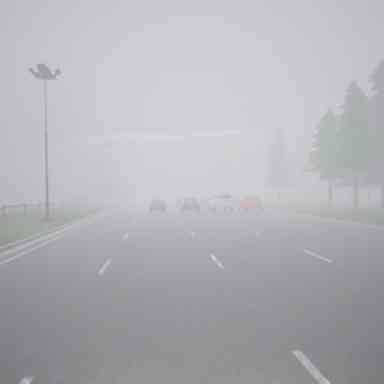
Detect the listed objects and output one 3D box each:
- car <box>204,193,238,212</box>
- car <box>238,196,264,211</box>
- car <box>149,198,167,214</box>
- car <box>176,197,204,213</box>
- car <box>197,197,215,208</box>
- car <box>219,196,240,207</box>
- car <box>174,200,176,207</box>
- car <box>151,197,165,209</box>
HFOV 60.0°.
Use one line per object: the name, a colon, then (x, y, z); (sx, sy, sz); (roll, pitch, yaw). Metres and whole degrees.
car: (3.185, 1.163, 37.644); (2.150, 2.045, 5.566); (-1, 0, -6)
car: (6.641, 1.237, 38.257); (2.097, 1.767, 4.553); (-1, 0, -6)
car: (-3.786, 1.546, 37.049); (2.128, 1.511, 4.902); (-1, 0, -6)
car: (-0.326, 1.351, 37.591); (2.097, 1.767, 4.553); (-1, 0, -6)
car: (1.999, 1.523, 48.825); (1.994, 1.385, 4.181); (-1, 0, -6)
car: (5.489, 1.394, 49.069); (2.128, 1.511, 4.902); (-1, 0, -6)
car: (-1.481, 1.522, 48.430); (1.837, 1.490, 4.892); (-1, 0, -6)
car: (-5.001, 1.550, 48.465); (1.882, 1.535, 5.008); (-1, 0, -6)
